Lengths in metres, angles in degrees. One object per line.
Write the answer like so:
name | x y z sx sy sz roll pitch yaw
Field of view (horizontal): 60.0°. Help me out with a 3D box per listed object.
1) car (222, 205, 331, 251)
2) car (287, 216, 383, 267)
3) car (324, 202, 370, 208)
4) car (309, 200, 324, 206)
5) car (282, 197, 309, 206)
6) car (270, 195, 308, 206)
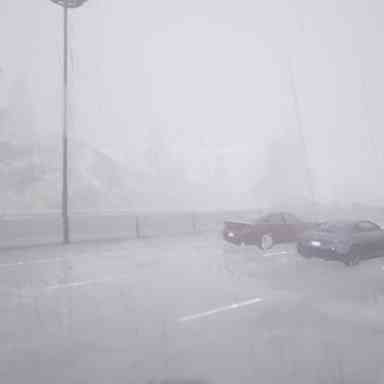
car | 3.635 1.555 14.614 5.008 1.535 1.882 0 0 -33
car | 5.651 1.629 11.743 4.181 1.385 1.994 0 0 -33
car | 15.939 1.709 33.493 4.674 1.442 1.812 0 0 -25
car | 15.647 1.766 37.205 4.181 1.385 1.994 0 0 -24
car | 13.753 1.692 40.189 5.008 1.535 1.882 0 0 -24
car | 13.007 1.454 43.704 5.566 2.045 2.150 0 0 -24
